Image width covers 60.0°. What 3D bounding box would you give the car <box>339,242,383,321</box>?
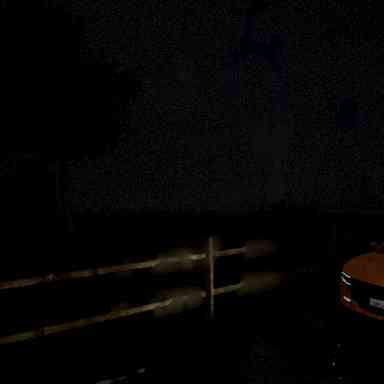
[{"bbox_3d":[4.912,1.441,6.601,5.008,1.535,1.882,0,0,-36],"label":"car"}]
